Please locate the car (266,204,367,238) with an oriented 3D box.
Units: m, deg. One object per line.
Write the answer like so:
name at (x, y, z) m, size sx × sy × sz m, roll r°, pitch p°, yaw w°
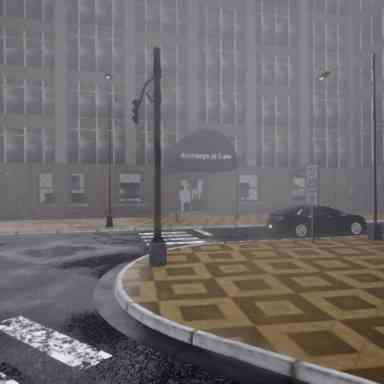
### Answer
car at (5.987, 1.321, 15.970) m, size 4.892 × 1.490 × 1.837 m, roll 0°, pitch 0°, yaw -14°
